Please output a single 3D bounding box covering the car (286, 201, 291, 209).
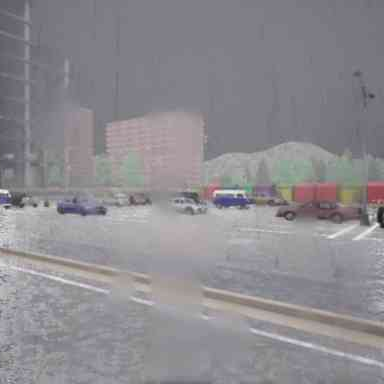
[{"bbox_3d":[10.764,1.120,44.571,3.905,1.438,1.784,0,0,35],"label":"car"}]

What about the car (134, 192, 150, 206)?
[{"bbox_3d":[-7.971,1.082,44.191,3.905,1.438,1.784,0,0,35],"label":"car"}]

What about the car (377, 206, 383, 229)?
[{"bbox_3d":[10.334,1.092,13.769,4.605,1.855,1.932,0,0,35],"label":"car"}]

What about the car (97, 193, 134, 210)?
[{"bbox_3d":[-9.644,1.125,41.829,3.806,1.475,1.970,0,0,35],"label":"car"}]

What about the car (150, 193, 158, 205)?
[{"bbox_3d":[-6.462,0.862,46.410,4.605,1.855,1.932,0,0,35],"label":"car"}]

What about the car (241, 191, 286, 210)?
[{"bbox_3d":[9.039,0.919,42.243,4.605,1.855,1.932,0,0,35],"label":"car"}]

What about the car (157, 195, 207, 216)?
[{"bbox_3d":[-0.647,1.224,28.398,3.806,1.475,1.970,0,0,35],"label":"car"}]
